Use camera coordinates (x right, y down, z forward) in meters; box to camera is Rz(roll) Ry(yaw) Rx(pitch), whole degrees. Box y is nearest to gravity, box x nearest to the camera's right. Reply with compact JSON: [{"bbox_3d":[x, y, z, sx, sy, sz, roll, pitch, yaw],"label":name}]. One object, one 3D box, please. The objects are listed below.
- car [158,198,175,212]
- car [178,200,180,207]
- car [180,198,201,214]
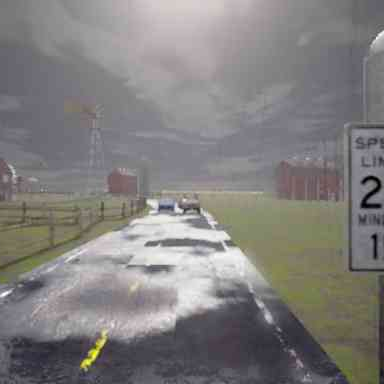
[{"bbox_3d":[-3.012,1.470,39.691,1.882,1.535,5.008,0,0,-2],"label":"car"},{"bbox_3d":[-0.914,1.550,47.160,1.994,1.385,4.181,0,0,-7],"label":"car"},{"bbox_3d":[-0.073,1.503,35.576,1.837,1.490,4.892,0,0,-2],"label":"car"}]
